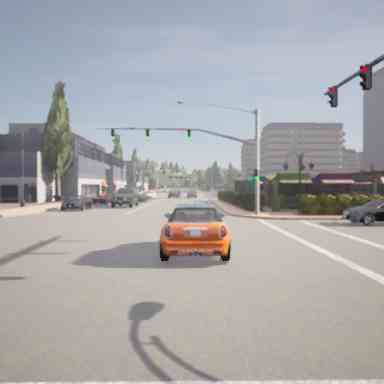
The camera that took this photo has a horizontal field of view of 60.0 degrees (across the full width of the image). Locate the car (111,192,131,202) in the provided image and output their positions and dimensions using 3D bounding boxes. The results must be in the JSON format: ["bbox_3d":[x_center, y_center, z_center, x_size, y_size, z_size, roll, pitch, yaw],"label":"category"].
[{"bbox_3d":[-10.546,0.667,49.597,1.994,1.385,4.181,0,1,0],"label":"car"}]

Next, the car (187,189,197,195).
[{"bbox_3d":[-0.001,0.427,61.982,2.033,1.411,5.357,0,1,0],"label":"car"}]

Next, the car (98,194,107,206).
[{"bbox_3d":[-10.586,0.883,39.650,1.895,1.301,4.718,0,1,0],"label":"car"}]

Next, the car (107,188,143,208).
[{"bbox_3d":[-7.096,0.575,35.707,2.150,2.045,5.566,0,1,1],"label":"car"}]

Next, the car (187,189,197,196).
[{"bbox_3d":[-0.001,0.092,72.253,2.128,1.511,4.902,0,1,0],"label":"car"}]

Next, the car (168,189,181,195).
[{"bbox_3d":[-3.501,0.400,62.300,1.812,1.442,4.674,0,1,0],"label":"car"}]

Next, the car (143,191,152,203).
[{"bbox_3d":[-7.072,0.748,45.118,1.994,1.385,4.181,0,1,0],"label":"car"}]

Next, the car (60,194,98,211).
[{"bbox_3d":[-10.598,1.005,30.890,1.994,1.385,4.181,0,1,0],"label":"car"}]

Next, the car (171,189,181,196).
[{"bbox_3d":[-3.501,0.119,72.251,1.994,1.385,4.181,0,1,0],"label":"car"}]

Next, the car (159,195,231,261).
[{"bbox_3d":[0.099,1.143,11.485,2.097,1.767,4.553,0,1,0],"label":"car"}]

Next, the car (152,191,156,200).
[{"bbox_3d":[-7.001,0.523,55.441,1.812,1.442,4.674,0,1,0],"label":"car"}]

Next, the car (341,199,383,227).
[{"bbox_3d":[11.271,1.140,19.307,4.902,1.511,2.128,0,1,-1],"label":"car"}]
